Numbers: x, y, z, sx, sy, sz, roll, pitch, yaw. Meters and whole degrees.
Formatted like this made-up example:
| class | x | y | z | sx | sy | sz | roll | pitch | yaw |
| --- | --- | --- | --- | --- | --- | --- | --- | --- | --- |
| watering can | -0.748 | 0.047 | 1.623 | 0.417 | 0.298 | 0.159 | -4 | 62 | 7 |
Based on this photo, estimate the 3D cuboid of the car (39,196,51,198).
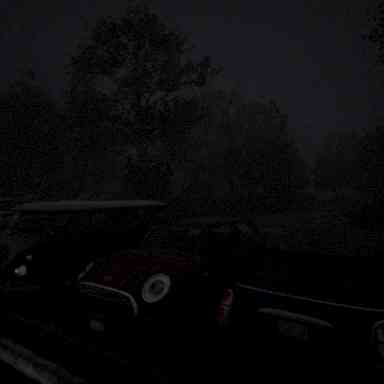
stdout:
| class | x | y | z | sx | sy | sz | roll | pitch | yaw |
| --- | --- | --- | --- | --- | --- | --- | --- | --- | --- |
| car | -11.036 | 1.348 | 30.416 | 2.002 | 1.452 | 4.674 | 0 | 0 | 35 |

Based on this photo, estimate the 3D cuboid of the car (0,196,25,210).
| class | x | y | z | sx | sy | sz | roll | pitch | yaw |
| --- | --- | --- | --- | --- | --- | --- | --- | --- | --- |
| car | -22.283 | 1.252 | 38.413 | 2.097 | 1.535 | 5.008 | 0 | 0 | 35 |

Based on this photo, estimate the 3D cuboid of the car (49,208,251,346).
| class | x | y | z | sx | sy | sz | roll | pitch | yaw |
| --- | --- | --- | --- | --- | --- | --- | --- | --- | --- |
| car | -0.056 | 1.326 | 6.596 | 2.185 | 1.767 | 4.553 | 0 | 0 | 35 |

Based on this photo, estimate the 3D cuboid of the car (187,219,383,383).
| class | x | y | z | sx | sy | sz | roll | pitch | yaw |
| --- | --- | --- | --- | --- | --- | --- | --- | --- | --- |
| car | 2.191 | 1.344 | 4.920 | 2.185 | 1.767 | 4.553 | 0 | 0 | 35 |

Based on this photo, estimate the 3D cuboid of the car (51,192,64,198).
| class | x | y | z | sx | sy | sz | roll | pitch | yaw |
| --- | --- | --- | --- | --- | --- | --- | --- | --- | --- |
| car | -8.681 | 1.073 | 28.708 | 2.435 | 2.045 | 5.566 | 0 | 0 | 35 |

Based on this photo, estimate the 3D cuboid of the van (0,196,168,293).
| class | x | y | z | sx | sy | sz | roll | pitch | yaw |
| --- | --- | --- | --- | --- | --- | --- | --- | --- | --- |
| van | -2.426 | 1.208 | 8.100 | 1.878 | 1.987 | 4.442 | 0 | 0 | 35 |

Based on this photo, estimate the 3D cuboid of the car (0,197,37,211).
| class | x | y | z | sx | sy | sz | roll | pitch | yaw |
| --- | --- | --- | --- | --- | --- | --- | --- | --- | --- |
| car | -20.028 | 1.291 | 36.780 | 2.163 | 1.488 | 4.792 | 0 | 0 | 35 |

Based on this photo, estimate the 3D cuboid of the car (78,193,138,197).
| class | x | y | z | sx | sy | sz | roll | pitch | yaw |
| --- | --- | --- | --- | --- | --- | --- | --- | --- | --- |
| car | -6.512 | 1.090 | 27.166 | 2.435 | 2.045 | 5.566 | 0 | 0 | 35 |

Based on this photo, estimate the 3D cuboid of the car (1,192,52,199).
| class | x | y | z | sx | sy | sz | roll | pitch | yaw |
| --- | --- | --- | --- | --- | --- | --- | --- | --- | --- |
| car | -15.489 | 1.030 | 33.552 | 2.435 | 2.045 | 5.566 | 0 | 0 | 35 |

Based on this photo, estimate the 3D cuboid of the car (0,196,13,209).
| class | x | y | z | sx | sy | sz | roll | pitch | yaw |
| --- | --- | --- | --- | --- | --- | --- | --- | --- | --- |
| car | -24.658 | 1.240 | 39.882 | 1.946 | 1.575 | 5.366 | 0 | 0 | 35 |

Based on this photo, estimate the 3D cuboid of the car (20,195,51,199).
| class | x | y | z | sx | sy | sz | roll | pitch | yaw |
| --- | --- | --- | --- | --- | --- | --- | --- | --- | --- |
| car | -13.206 | 1.294 | 31.956 | 2.097 | 1.535 | 5.008 | 0 | 0 | 35 |
